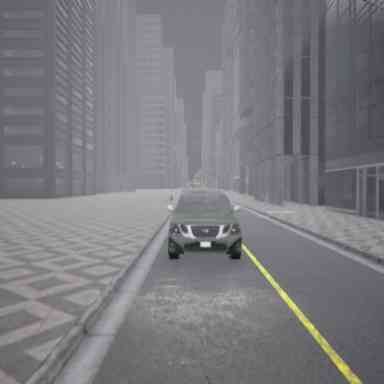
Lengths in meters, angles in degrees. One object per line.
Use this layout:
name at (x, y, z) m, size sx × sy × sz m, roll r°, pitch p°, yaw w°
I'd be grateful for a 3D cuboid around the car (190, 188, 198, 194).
car at (0.535, -0.167, 82.370) m, size 1.812 × 1.442 × 4.674 m, roll 0°, pitch 1°, yaw 0°

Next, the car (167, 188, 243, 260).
car at (0.385, 0.971, 11.728) m, size 2.150 × 2.045 × 5.566 m, roll 0°, pitch 2°, yaw 0°
